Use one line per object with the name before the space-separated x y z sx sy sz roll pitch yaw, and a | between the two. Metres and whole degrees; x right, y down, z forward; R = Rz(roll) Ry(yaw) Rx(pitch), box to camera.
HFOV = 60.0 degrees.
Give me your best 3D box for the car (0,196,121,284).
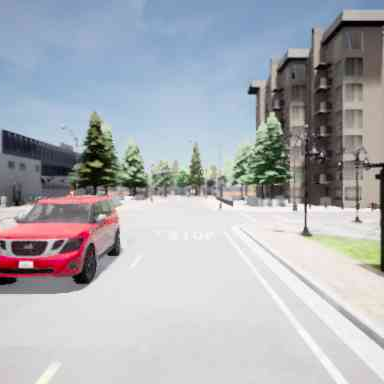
car | -3.539 1.158 9.745 2.150 2.045 5.566 0 0 -1
